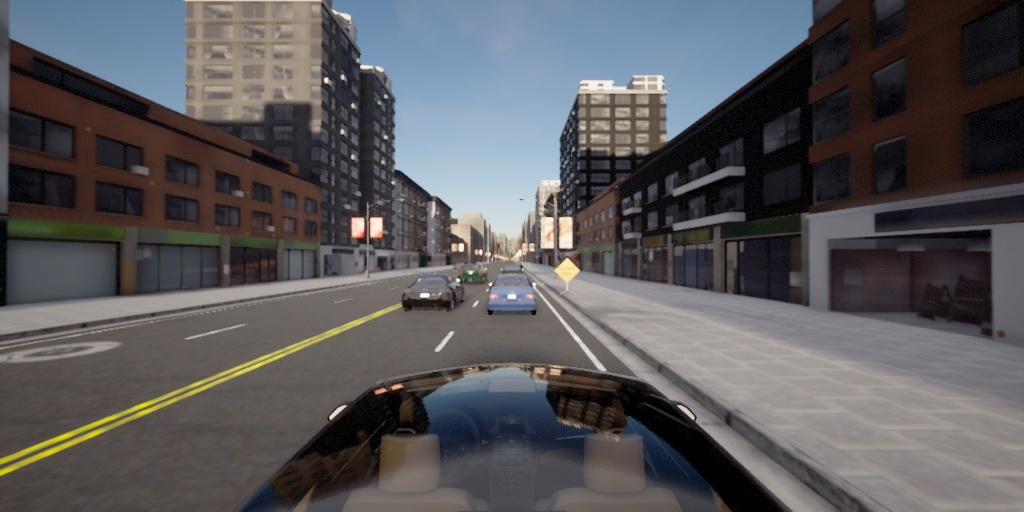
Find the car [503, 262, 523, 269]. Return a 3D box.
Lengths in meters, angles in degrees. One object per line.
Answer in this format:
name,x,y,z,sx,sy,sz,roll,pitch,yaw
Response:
car,0.029,1.527,31.119,1.882,1.535,5.008,0,0,0

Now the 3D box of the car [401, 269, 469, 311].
car,-3.229,1.450,15.351,1.994,1.385,4.181,0,0,1

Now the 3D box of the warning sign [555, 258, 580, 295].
warning sign,2.851,1.034,18.575,1.300,1.860,1.060,0,0,0

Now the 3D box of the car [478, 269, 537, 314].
car,0.012,1.423,14.402,2.033,1.411,5.357,0,-1,0

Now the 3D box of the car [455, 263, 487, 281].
car,-3.227,1.392,30.288,2.097,1.767,4.553,0,-1,0
